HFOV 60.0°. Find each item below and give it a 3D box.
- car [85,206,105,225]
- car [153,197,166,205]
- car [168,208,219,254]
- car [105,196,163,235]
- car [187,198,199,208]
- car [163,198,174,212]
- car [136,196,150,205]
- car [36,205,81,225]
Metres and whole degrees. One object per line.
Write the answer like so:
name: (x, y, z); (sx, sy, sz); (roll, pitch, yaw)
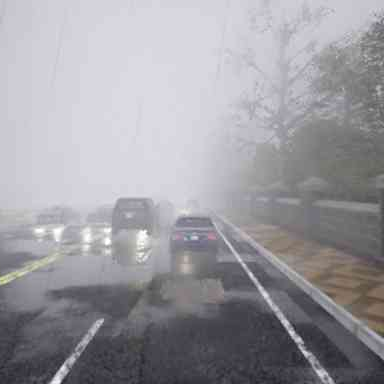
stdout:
car: (-6.594, 1.715, 25.446); (1.895, 1.301, 4.718); (0, 0, 0)
car: (-6.501, 1.840, 66.730); (2.128, 1.511, 4.902); (0, 0, 0)
car: (0.085, 1.610, 13.749); (2.033, 1.411, 5.357); (0, 0, 0)
car: (-3.149, 1.310, 19.422); (2.150, 2.045, 5.566); (0, 0, 0)
car: (0.102, 1.739, 52.000); (1.837, 1.490, 4.892); (0, 0, 0)
car: (-3.148, 1.720, 38.340); (2.033, 1.411, 5.357); (0, 0, 0)
car: (-9.751, 1.684, 66.770); (2.097, 1.767, 4.553); (0, 0, 0)
car: (-9.842, 1.675, 24.740); (1.994, 1.385, 4.181); (0, 0, 0)
